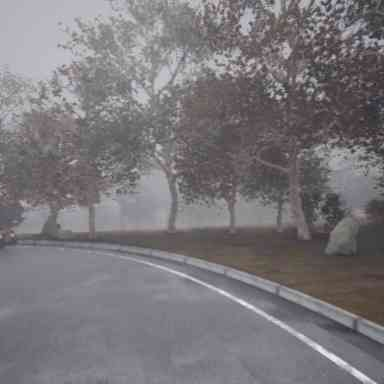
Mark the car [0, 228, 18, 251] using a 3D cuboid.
[{"bbox_3d":[-10.197,2.002,14.488,5.357,1.411,2.033,-3,-1,21],"label":"car"}]
